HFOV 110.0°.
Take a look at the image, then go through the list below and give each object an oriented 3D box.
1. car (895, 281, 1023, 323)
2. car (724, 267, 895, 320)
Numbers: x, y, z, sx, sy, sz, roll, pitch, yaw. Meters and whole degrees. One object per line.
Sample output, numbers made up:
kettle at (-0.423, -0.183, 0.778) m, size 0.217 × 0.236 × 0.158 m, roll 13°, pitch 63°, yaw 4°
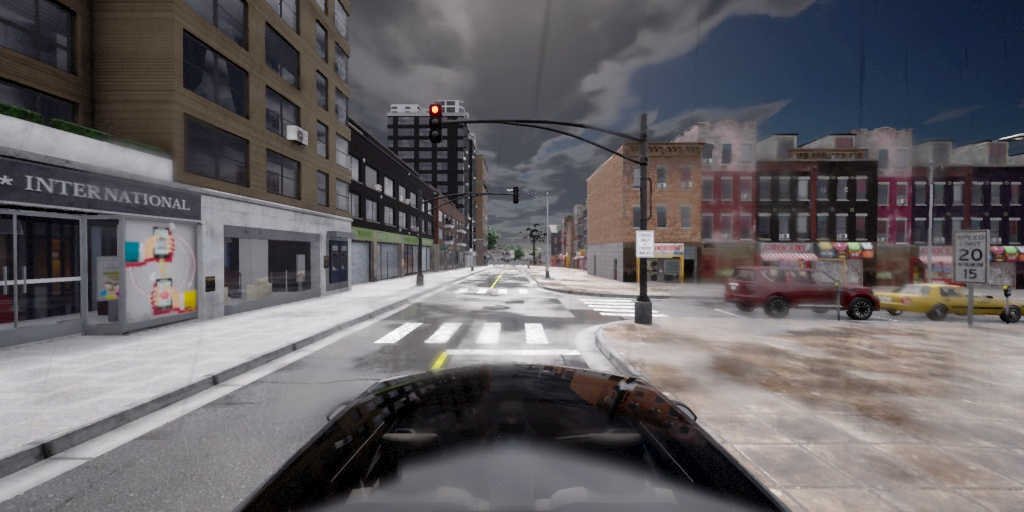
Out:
car at (16.546, 1.659, 13.649) m, size 4.829 × 1.417 × 1.751 m, roll 0°, pitch 0°, yaw 0°
car at (10.831, 1.346, 13.677) m, size 5.009 × 1.841 × 2.192 m, roll 0°, pitch 0°, yaw 0°
